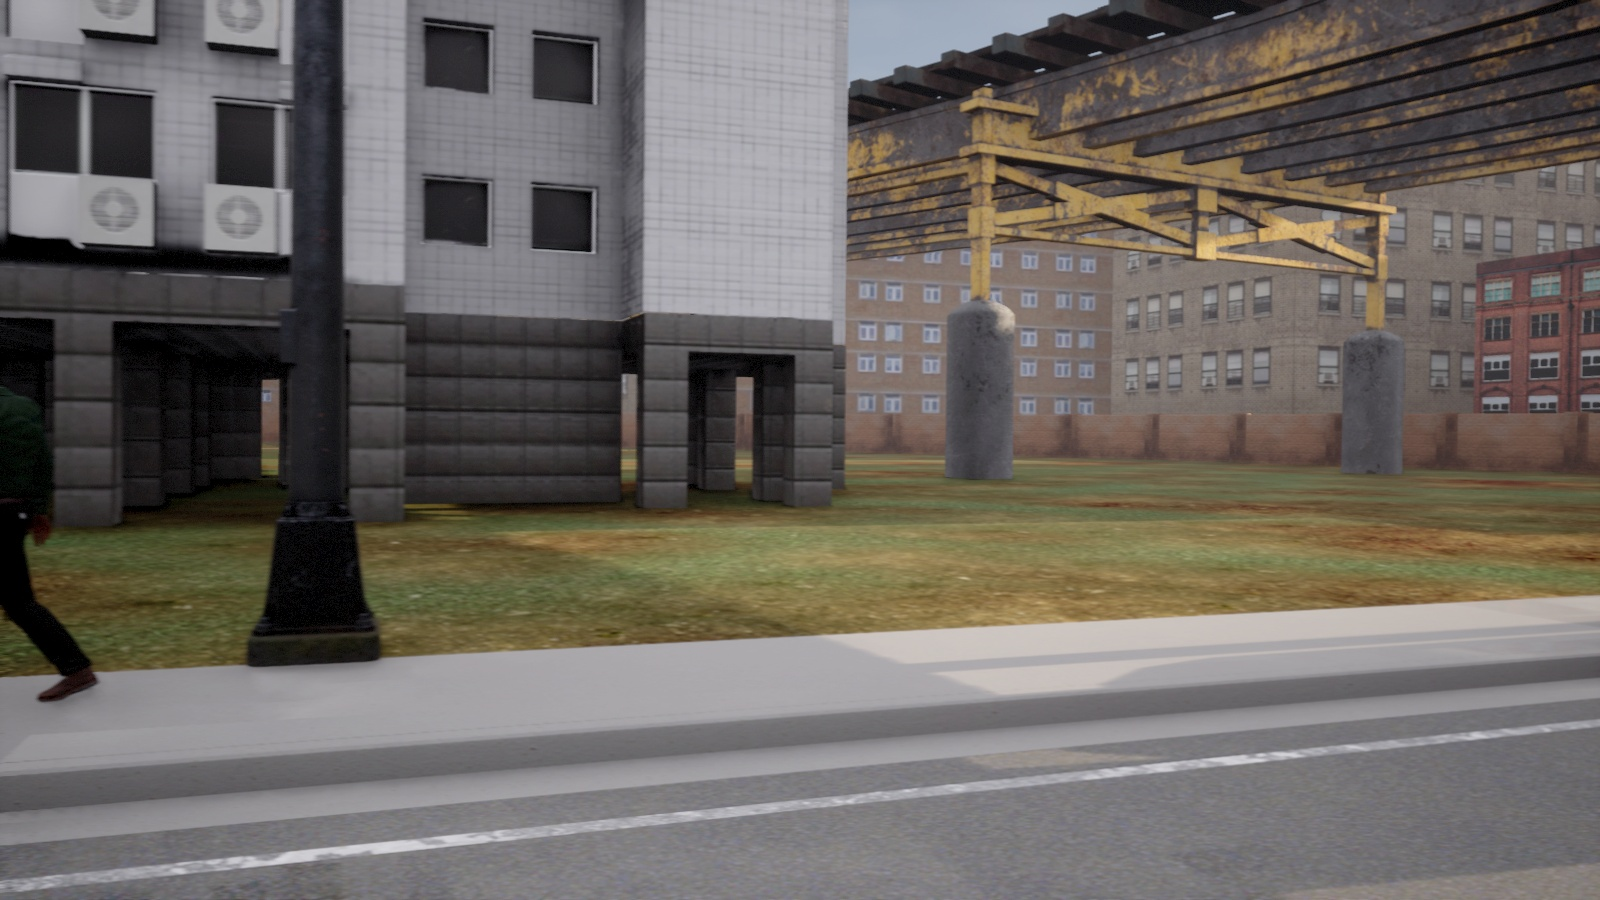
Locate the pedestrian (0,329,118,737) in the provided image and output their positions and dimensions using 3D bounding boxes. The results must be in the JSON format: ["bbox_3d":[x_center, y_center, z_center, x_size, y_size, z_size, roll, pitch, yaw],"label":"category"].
[{"bbox_3d":[-3.889,0.396,6.198,0.788,1.949,0.423,-1,1,-7],"label":"pedestrian"}]
